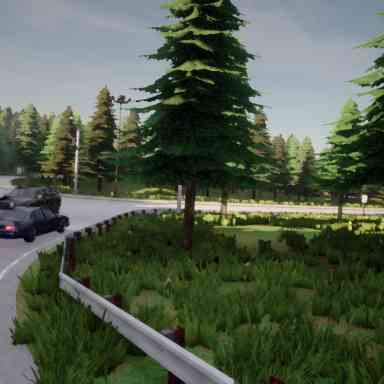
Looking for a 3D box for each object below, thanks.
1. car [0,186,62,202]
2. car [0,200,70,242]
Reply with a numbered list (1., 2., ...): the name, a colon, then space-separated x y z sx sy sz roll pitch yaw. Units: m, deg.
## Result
1. car: -10.492 0.658 21.513 2.150 2.045 5.566 4 2 4
2. car: -7.604 1.372 15.585 2.033 1.411 5.357 4 1 3
